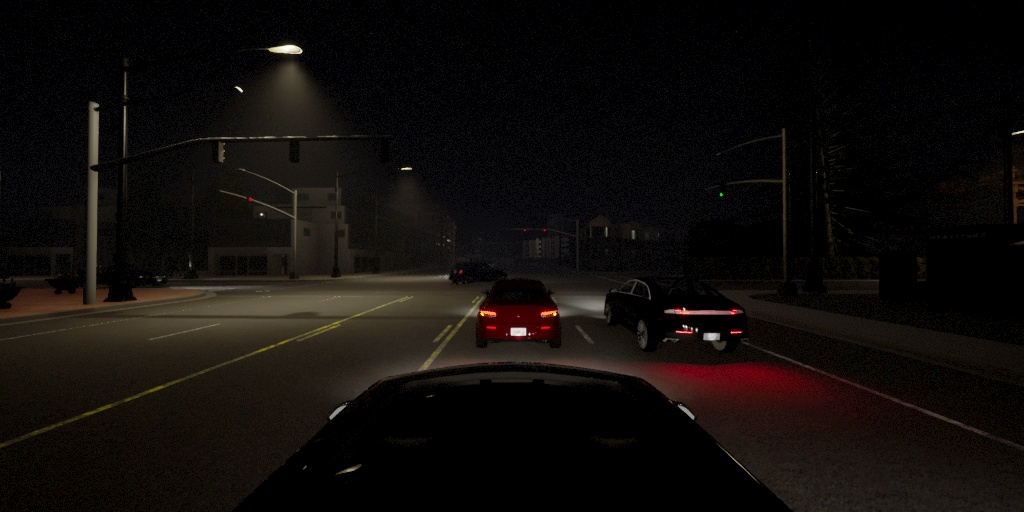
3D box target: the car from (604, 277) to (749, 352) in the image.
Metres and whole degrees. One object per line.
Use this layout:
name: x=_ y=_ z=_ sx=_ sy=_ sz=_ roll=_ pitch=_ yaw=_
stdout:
car: x=3.654 y=1.250 z=8.904 sx=2.128 sy=1.511 sz=4.902 roll=0 pitch=0 yaw=1

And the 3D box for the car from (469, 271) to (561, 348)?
car: x=0.163 y=1.288 z=9.149 sx=1.812 sy=1.442 sz=4.674 roll=0 pitch=0 yaw=1

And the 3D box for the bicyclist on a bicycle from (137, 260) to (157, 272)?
bicyclist on a bicycle: x=-31.229 y=1.167 z=31.263 sx=1.656 sy=1.620 sz=0.582 roll=20 pitch=6 yaw=-26

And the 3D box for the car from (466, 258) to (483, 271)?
car: x=-6.342 y=1.344 z=61.270 sx=2.150 sy=2.045 sz=5.566 roll=0 pitch=1 yaw=1

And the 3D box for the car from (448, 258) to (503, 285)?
car: x=-2.546 y=1.250 z=27.786 sx=4.553 sy=1.767 sz=2.097 roll=0 pitch=-1 yaw=-37

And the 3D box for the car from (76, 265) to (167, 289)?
car: x=-25.300 y=1.318 z=23.282 sx=4.902 sy=1.511 sz=2.128 roll=0 pitch=-1 yaw=1

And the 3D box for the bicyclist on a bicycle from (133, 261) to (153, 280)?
bicyclist on a bicycle: x=-32.659 y=1.245 z=31.745 sx=1.656 sy=1.620 sz=0.582 roll=0 pitch=0 yaw=19

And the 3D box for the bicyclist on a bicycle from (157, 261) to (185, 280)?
bicyclist on a bicycle: x=-29.295 y=1.231 z=31.027 sx=1.656 sy=1.620 sz=0.582 roll=1 pitch=-1 yaw=-22
